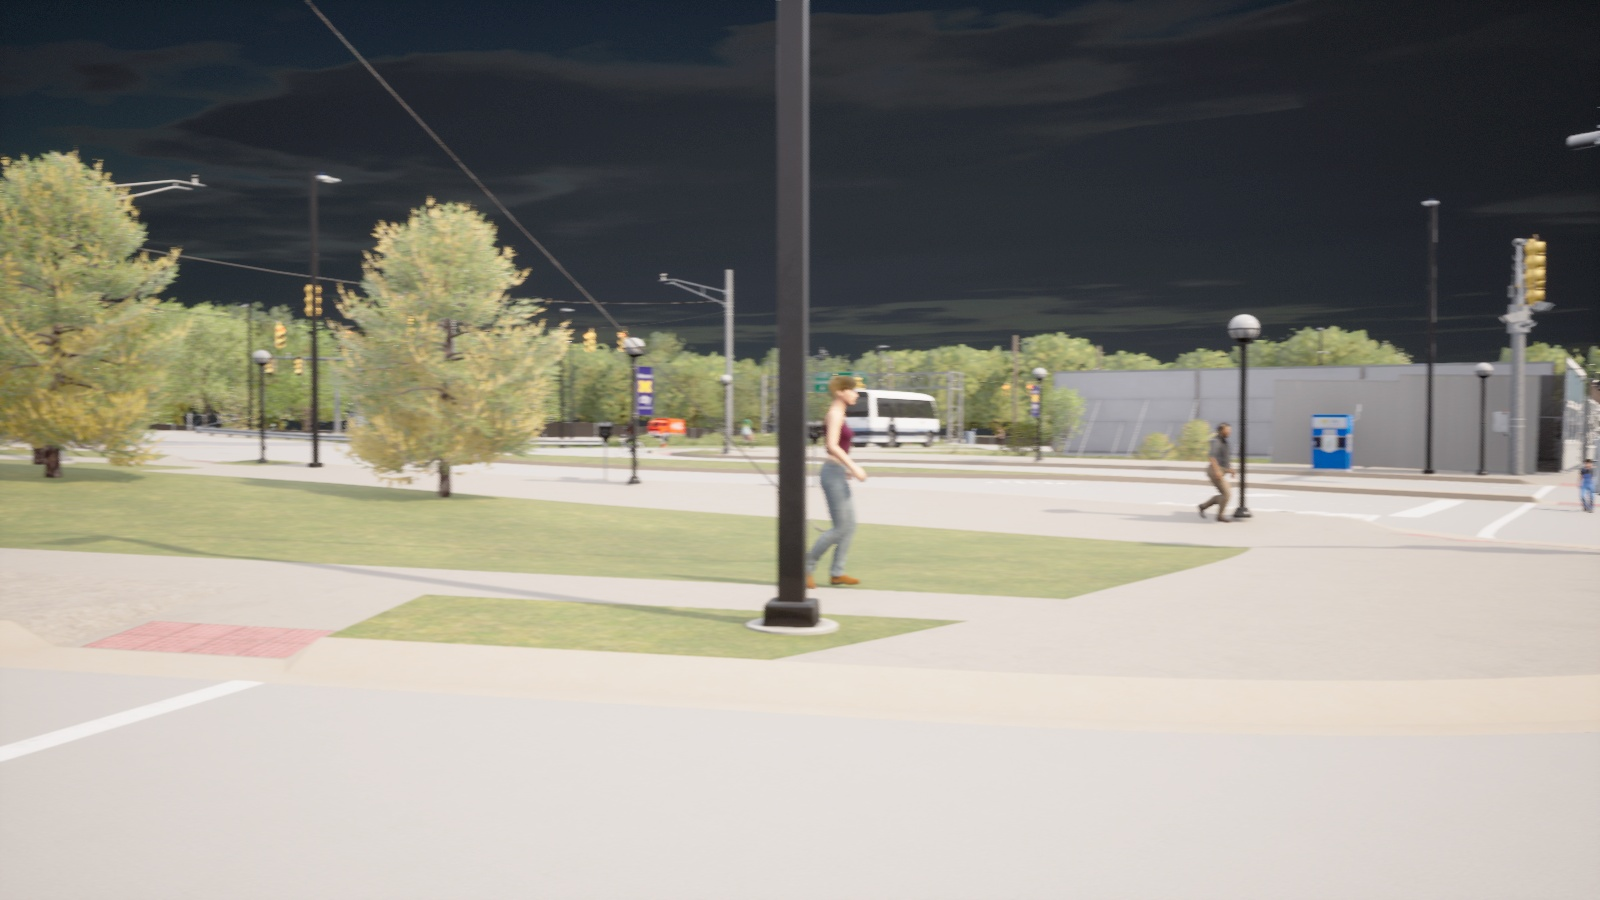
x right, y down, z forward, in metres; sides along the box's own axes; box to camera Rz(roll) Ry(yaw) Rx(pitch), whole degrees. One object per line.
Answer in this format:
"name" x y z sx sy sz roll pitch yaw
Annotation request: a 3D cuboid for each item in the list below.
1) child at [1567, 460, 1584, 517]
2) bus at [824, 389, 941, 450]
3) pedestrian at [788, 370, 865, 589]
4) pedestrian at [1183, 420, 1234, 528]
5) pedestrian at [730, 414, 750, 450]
"child" 17.512 0.861 28.351 0.270 1.263 0.437 2 2 36
"bus" 6.245 -2.154 93.102 3.944 4.253 10.273 2 1 34
"pedestrian" 0.229 0.239 10.748 0.594 1.836 0.345 1 2 9
"pedestrian" 7.157 0.400 22.005 0.694 1.848 0.540 2 2 34
"pedestrian" -3.307 -1.008 68.993 0.659 1.952 0.873 2 2 36
